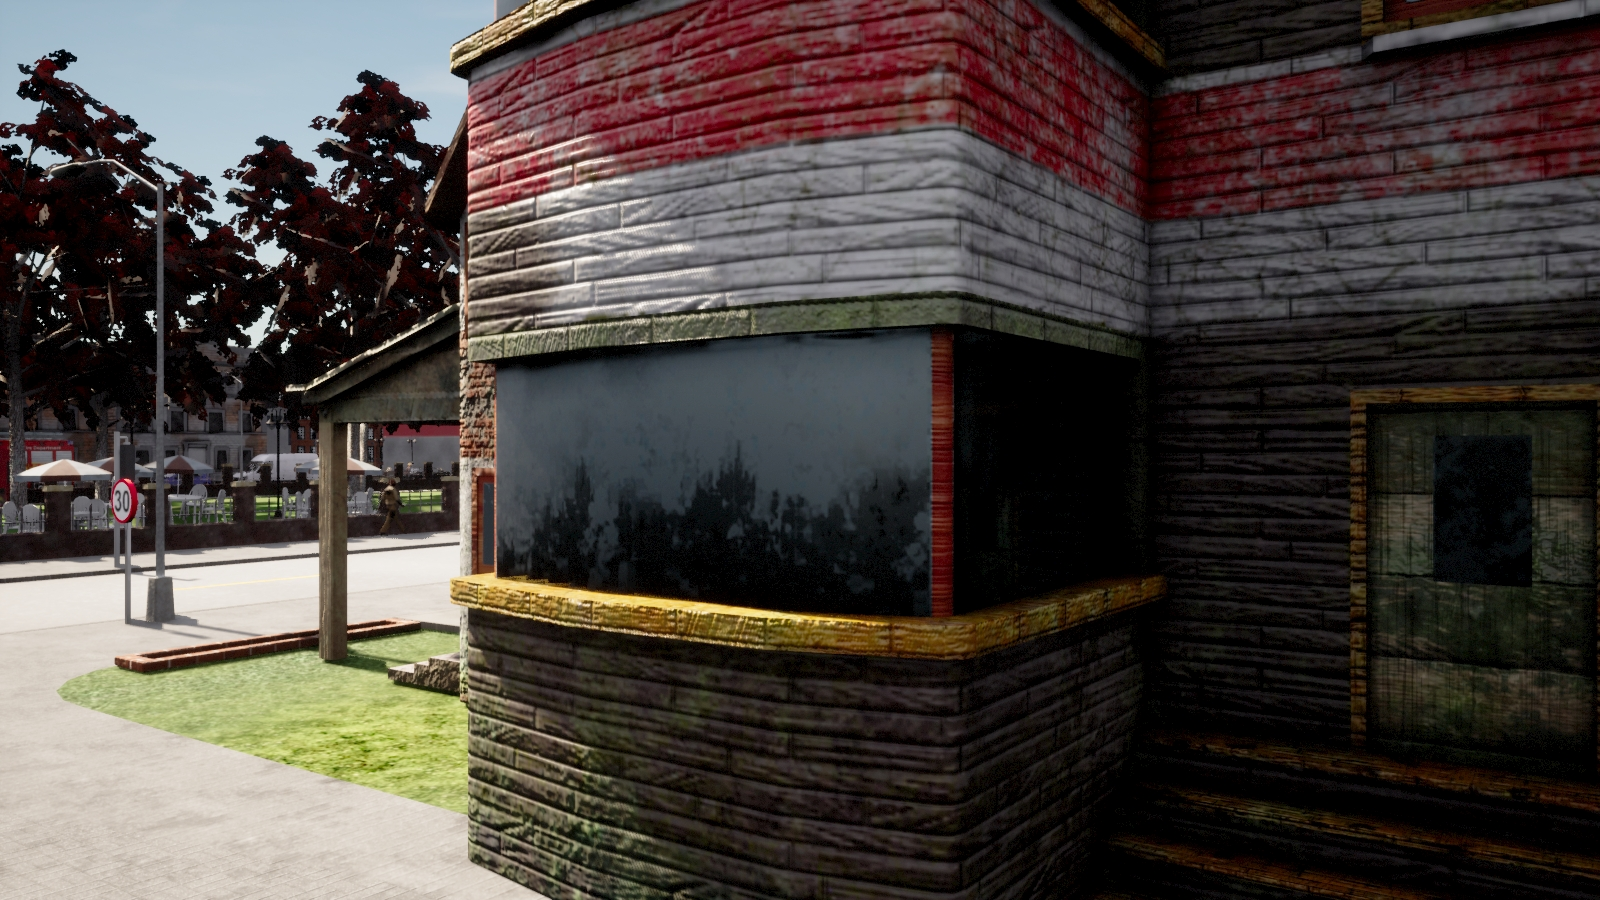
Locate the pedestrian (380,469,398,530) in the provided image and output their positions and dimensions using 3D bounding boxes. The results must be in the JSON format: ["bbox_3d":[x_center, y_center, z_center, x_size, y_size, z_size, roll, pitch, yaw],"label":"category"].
[{"bbox_3d":[-12.757,1.525,35.475,0.375,1.860,0.375,0,0,35],"label":"pedestrian"}]
